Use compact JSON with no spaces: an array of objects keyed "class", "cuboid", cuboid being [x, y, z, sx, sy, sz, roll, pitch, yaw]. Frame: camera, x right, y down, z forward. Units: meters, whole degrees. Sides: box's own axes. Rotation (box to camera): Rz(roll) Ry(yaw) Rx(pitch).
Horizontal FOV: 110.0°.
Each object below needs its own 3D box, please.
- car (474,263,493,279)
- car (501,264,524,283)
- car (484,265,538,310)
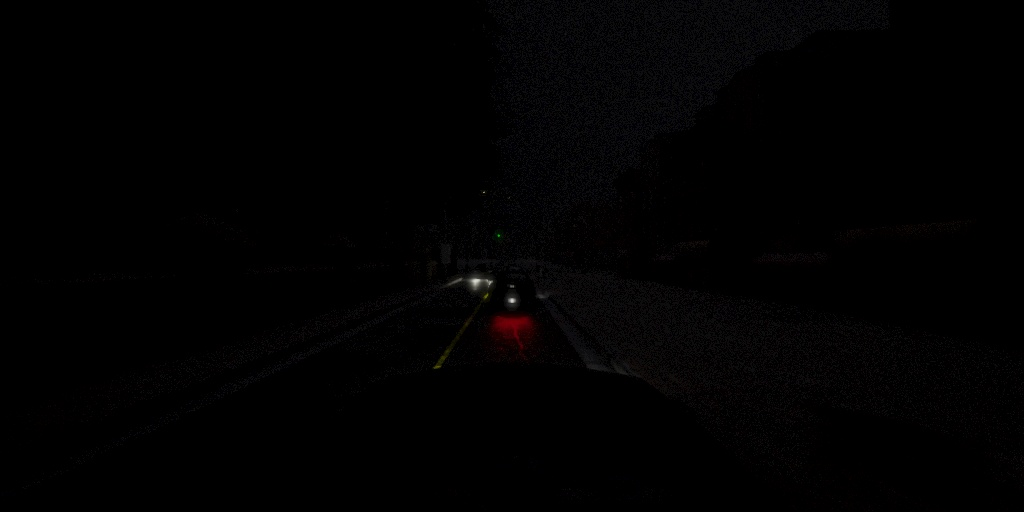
[{"class":"car","cuboid":[-2.760,1.441,36.679,1.882,1.535,5.008,0,-1,1]},{"class":"car","cuboid":[0.040,1.456,30.758,1.812,1.442,4.674,0,0,1]},{"class":"car","cuboid":[0.029,1.351,15.364,1.837,1.490,4.892,0,0,1]}]
